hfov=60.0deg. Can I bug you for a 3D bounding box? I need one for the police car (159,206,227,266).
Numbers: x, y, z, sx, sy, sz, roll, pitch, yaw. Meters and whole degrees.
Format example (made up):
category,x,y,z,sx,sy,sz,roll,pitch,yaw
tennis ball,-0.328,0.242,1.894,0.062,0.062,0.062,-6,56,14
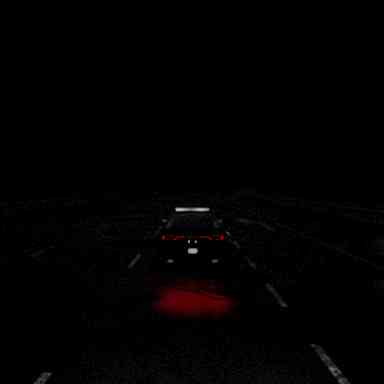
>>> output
category,x,y,z,sx,sy,sz,roll,pitch,yaw
police car,0.011,1.287,11.101,1.930,1.638,5.238,0,0,0
